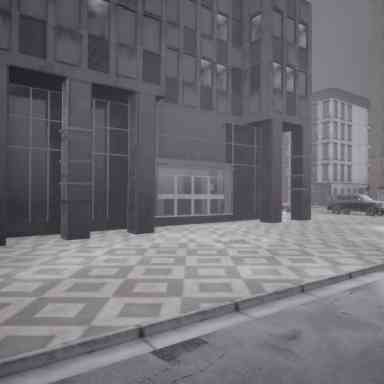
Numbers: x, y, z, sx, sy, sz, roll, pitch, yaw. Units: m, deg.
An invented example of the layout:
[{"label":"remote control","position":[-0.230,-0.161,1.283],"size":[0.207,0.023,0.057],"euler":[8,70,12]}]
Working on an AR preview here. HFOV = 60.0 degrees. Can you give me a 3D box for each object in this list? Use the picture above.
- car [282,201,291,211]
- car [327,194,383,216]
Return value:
[{"label":"car","position":[9.964,1.497,40.005],"size":[1.812,1.442,4.674],"euler":[1,0,-36]},{"label":"car","position":[15.794,1.190,31.887],"size":[2.150,2.045,5.566],"euler":[1,-1,-36]}]
